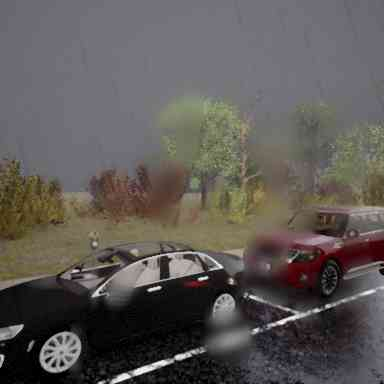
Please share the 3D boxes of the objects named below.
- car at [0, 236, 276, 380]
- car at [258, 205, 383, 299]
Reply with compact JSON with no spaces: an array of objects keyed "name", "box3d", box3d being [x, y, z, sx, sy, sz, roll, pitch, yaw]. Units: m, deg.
[{"name":"car","box3d":[-0.952,1.550,5.406,4.403,1.369,2.008,0,1,-35]},{"name":"car","box3d":[3.657,1.313,8.679,5.009,1.841,2.192,0,1,-35]}]
